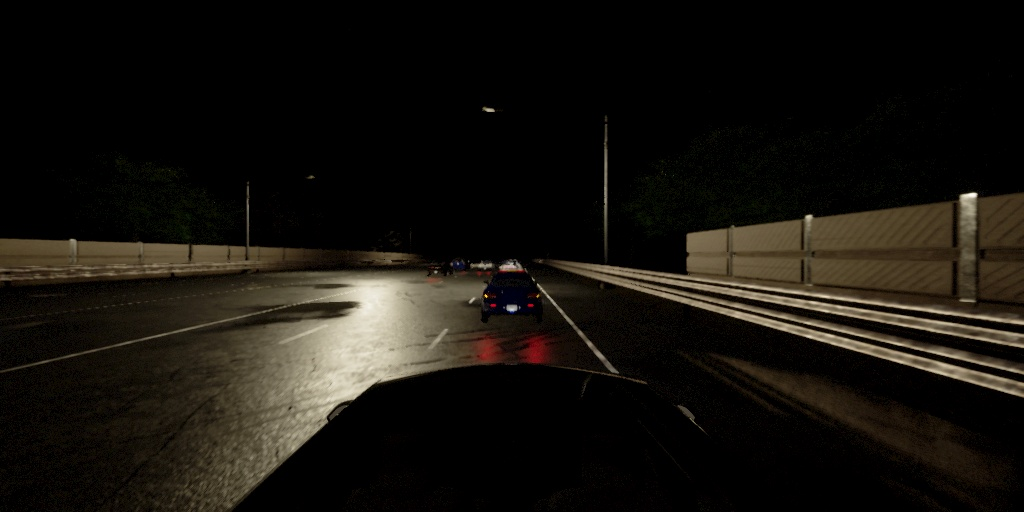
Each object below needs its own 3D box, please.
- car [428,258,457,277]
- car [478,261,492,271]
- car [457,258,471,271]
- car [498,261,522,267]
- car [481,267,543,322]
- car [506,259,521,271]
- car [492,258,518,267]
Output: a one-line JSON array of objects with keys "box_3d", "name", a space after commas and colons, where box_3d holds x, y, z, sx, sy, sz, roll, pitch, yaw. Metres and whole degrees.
[{"box_3d": [-6.989, 1.211, 35.417, 1.837, 1.490, 4.892, 0, 1, 1], "name": "car"}, {"box_3d": [-3.327, 1.285, 47.554, 1.895, 1.301, 4.718, 0, 0, 2], "name": "car"}, {"box_3d": [-6.813, 1.057, 47.923, 2.097, 1.767, 4.553, 0, 0, 2], "name": "car"}, {"box_3d": [-0.010, 1.282, 26.101, 1.895, 1.301, 4.718, 0, 0, 0], "name": "car"}, {"box_3d": [-0.003, 1.246, 12.035, 1.812, 1.442, 4.674, 0, 0, 0], "name": "car"}, {"box_3d": [0.245, 1.189, 49.643, 1.812, 1.442, 4.674, 0, 0, 2], "name": "car"}, {"box_3d": [-0.294, 1.173, 32.820, 2.128, 1.511, 4.902, 0, 0, 2], "name": "car"}]
